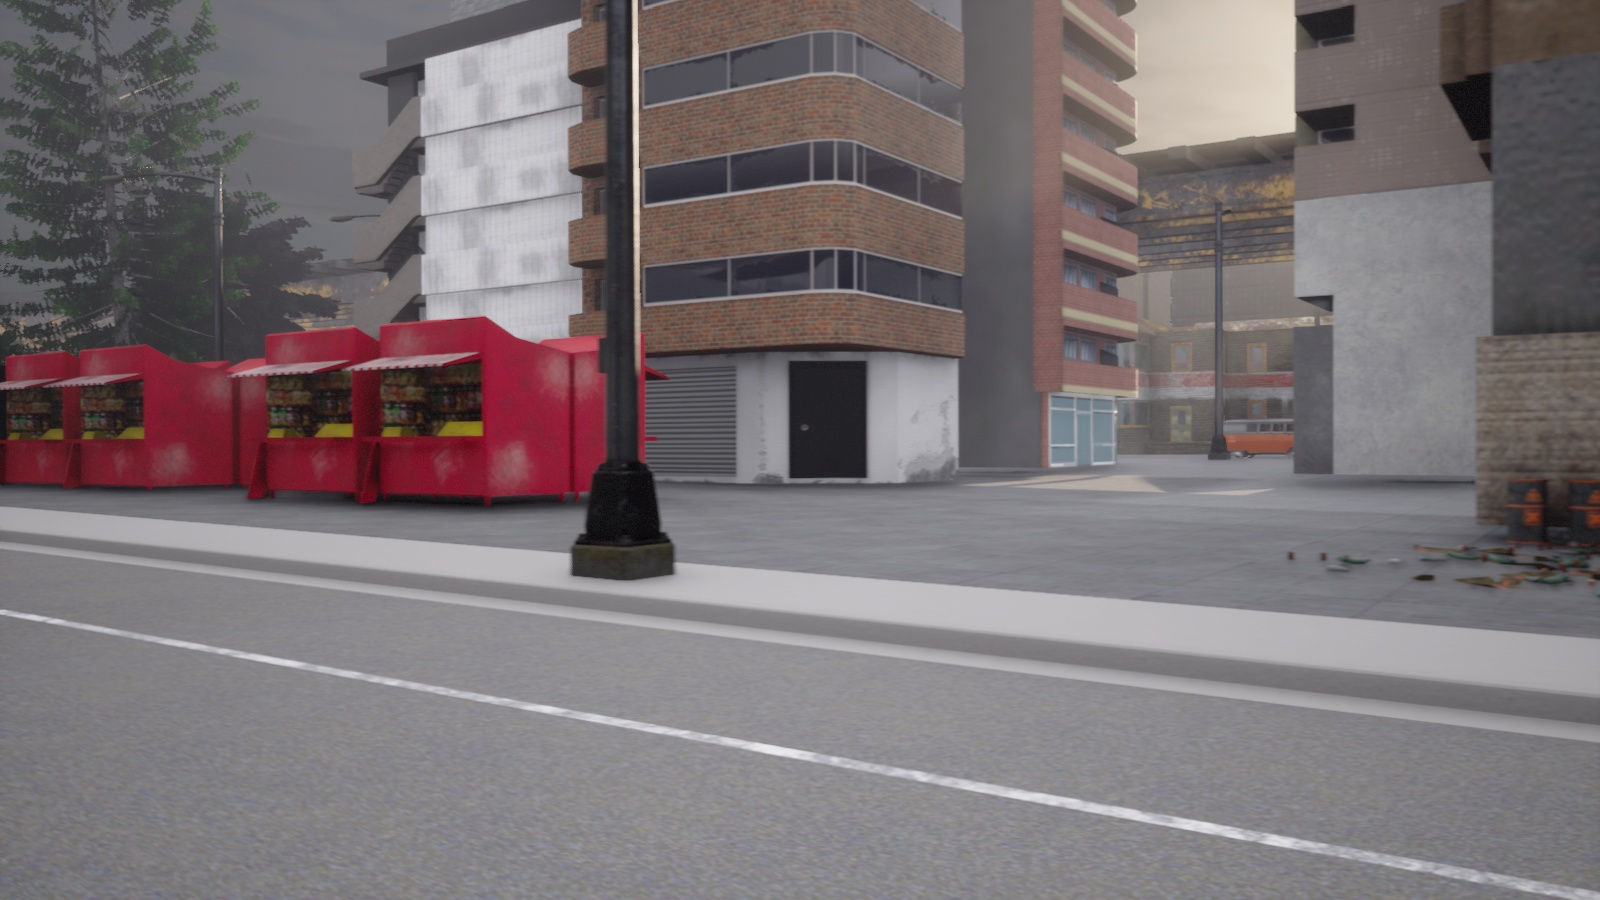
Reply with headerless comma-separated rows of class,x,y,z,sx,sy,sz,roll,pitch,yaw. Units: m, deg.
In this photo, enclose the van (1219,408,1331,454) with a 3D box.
van,21.770,-0.847,57.612,4.442,1.987,1.775,-1,0,34
